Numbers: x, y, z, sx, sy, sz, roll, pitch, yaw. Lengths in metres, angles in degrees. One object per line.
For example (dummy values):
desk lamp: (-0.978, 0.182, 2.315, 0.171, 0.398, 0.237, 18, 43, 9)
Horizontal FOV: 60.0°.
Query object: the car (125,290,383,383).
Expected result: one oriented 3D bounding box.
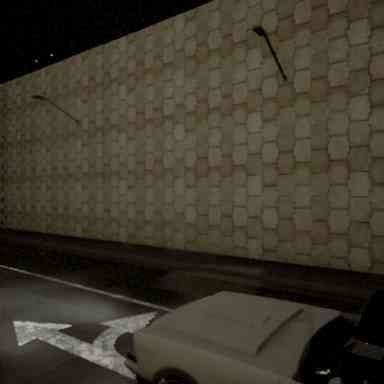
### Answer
car: (1.653, 1.601, 2.811, 4.718, 1.301, 1.895, 0, 0, 36)
